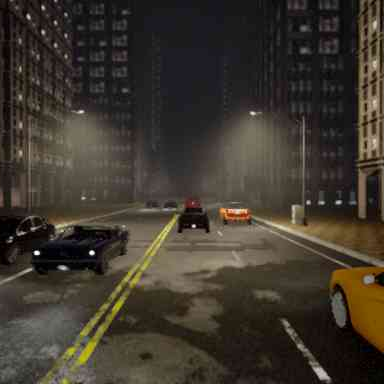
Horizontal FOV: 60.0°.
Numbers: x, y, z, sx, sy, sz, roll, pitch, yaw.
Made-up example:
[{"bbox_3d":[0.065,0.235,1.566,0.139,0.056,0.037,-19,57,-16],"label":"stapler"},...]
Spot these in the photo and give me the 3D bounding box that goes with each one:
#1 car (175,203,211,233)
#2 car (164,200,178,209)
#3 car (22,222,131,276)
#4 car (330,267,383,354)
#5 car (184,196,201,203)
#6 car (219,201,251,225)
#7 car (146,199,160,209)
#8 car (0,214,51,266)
[{"bbox_3d":[0.107,1.687,21.175,1.837,1.490,4.892,0,0,0],"label":"car"},{"bbox_3d":[-3.284,1.997,52.314,1.994,1.385,4.181,0,0,0],"label":"car"},{"bbox_3d":[-3.345,1.697,10.867,1.895,1.301,4.718,0,0,0],"label":"car"},{"bbox_3d":[3.351,1.512,3.884,1.882,1.535,5.008,0,0,0],"label":"car"},{"bbox_3d":[0.117,1.605,46.004,2.150,2.045,5.566,0,0,0],"label":"car"},{"bbox_3d":[3.362,1.579,26.571,2.097,1.767,4.553,0,0,0],"label":"car"},{"bbox_3d":[-6.511,1.950,55.363,2.128,1.511,4.902,0,0,1],"label":"car"},{"bbox_3d":[-6.594,1.611,12.060,1.837,1.490,4.892,0,0,0],"label":"car"}]
